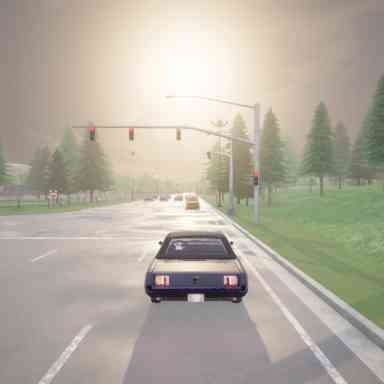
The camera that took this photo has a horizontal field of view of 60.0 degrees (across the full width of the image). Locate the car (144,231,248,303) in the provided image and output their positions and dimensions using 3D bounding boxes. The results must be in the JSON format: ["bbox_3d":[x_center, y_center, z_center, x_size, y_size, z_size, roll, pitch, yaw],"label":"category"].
[{"bbox_3d":[0.097,1.601,8.145,1.895,1.301,4.718,0,0,1],"label":"car"}]

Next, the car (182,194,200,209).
[{"bbox_3d":[-0.021,1.081,46.345,1.882,1.535,5.008,-3,17,-3],"label":"car"}]

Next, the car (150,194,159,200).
[{"bbox_3d":[-10.301,1.332,90.875,1.837,1.490,4.892,0,0,0],"label":"car"}]

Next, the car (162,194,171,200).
[{"bbox_3d":[-6.801,1.372,90.868,2.033,1.411,5.357,0,0,0],"label":"car"}]

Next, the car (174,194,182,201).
[{"bbox_3d":[-3.323,1.545,80.857,1.994,1.385,4.181,0,0,0],"label":"car"}]

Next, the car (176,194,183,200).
[{"bbox_3d":[-3.301,1.356,90.860,1.812,1.442,4.674,0,0,0],"label":"car"}]

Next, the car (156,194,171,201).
[{"bbox_3d":[-6.824,1.531,80.448,2.033,1.411,5.357,0,0,0],"label":"car"}]

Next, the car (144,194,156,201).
[{"bbox_3d":[-10.324,1.531,80.456,2.033,1.411,5.357,0,0,0],"label":"car"}]

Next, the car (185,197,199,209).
[{"bbox_3d":[0.064,1.576,49.813,2.033,1.411,5.357,-1,1,1],"label":"car"}]
